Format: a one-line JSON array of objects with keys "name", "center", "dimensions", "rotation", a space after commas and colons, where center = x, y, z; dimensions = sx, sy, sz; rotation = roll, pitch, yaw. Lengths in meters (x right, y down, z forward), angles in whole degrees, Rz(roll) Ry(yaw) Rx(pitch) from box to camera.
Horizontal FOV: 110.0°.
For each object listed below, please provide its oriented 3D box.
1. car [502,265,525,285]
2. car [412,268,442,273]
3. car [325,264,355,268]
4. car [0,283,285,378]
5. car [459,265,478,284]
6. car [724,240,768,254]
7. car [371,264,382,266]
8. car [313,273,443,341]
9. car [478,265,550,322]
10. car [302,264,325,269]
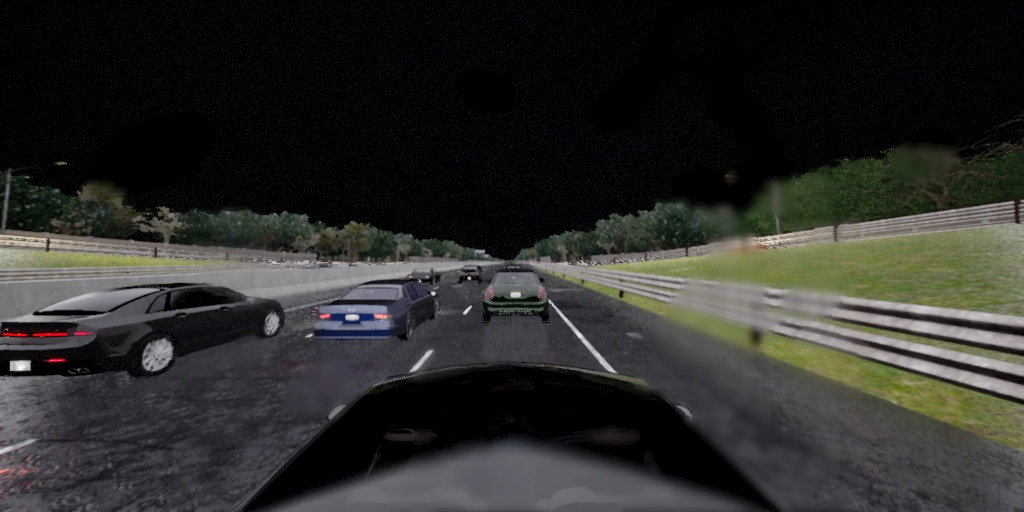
[{"name": "car", "center": [0.145, 1.523, 30.675], "dimensions": [1.837, 1.490, 4.892], "rotation": [0, -1, 0]}, {"name": "car", "center": [-6.858, 1.600, 28.718], "dimensions": [1.895, 1.301, 4.718], "rotation": [0, -1, 0]}, {"name": "car", "center": [-21.018, 1.683, 44.919], "dimensions": [1.812, 1.442, 4.674], "rotation": [0, -1, 0]}, {"name": "car", "center": [-6.893, 1.308, 7.459], "dimensions": [1.837, 1.490, 4.892], "rotation": [0, 0, 0]}, {"name": "car", "center": [-3.355, 1.522, 30.570], "dimensions": [1.837, 1.490, 4.892], "rotation": [0, -1, 0]}, {"name": "car", "center": [31.310, -1.089, 48.180], "dimensions": [2.150, 2.045, 5.566], "rotation": [0, -4, -10]}, {"name": "car", "center": [-17.511, 1.738, 46.461], "dimensions": [1.994, 1.385, 4.181], "rotation": [0, -1, 0]}, {"name": "car", "center": [-3.387, 1.375, 10.116], "dimensions": [2.033, 1.411, 5.357], "rotation": [0, -1, 0]}, {"name": "car", "center": [0.116, 1.205, 12.877], "dimensions": [2.097, 1.767, 4.553], "rotation": [0, 0, 0]}, {"name": "car", "center": [-24.517, 1.704, 44.919], "dimensions": [2.033, 1.411, 5.357], "rotation": [0, -1, 0]}]
